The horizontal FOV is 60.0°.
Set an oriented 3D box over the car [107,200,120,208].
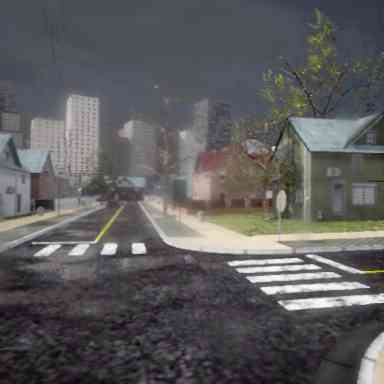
[{"bbox_3d":[-12.765,1.923,54.394,1.994,1.385,4.181,1,-1,-10],"label":"car"}]
